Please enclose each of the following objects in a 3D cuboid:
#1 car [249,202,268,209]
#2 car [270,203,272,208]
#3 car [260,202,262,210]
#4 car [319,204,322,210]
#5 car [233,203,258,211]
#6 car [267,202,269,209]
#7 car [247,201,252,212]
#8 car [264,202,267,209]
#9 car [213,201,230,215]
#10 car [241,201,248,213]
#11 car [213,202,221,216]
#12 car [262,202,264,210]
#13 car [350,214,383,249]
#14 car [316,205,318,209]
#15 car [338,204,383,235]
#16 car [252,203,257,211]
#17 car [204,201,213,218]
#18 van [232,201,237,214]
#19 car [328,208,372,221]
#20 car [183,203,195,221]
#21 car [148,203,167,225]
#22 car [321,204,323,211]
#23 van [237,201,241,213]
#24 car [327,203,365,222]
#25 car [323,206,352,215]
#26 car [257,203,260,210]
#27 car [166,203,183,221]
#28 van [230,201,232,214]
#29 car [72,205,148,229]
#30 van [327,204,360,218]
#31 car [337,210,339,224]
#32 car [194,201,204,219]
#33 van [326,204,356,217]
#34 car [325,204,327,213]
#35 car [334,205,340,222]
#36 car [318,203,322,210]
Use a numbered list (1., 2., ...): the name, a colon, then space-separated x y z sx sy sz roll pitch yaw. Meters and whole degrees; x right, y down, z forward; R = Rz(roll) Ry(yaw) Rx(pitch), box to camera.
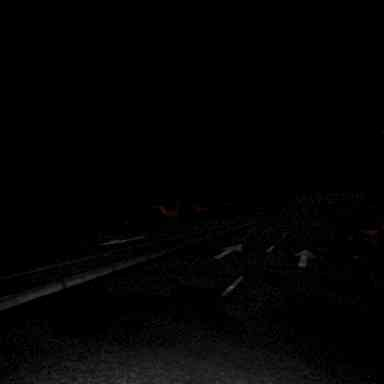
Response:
1. car: 17.775 3.692 89.437 4.553 1.767 2.185 1 -2 -2
2. car: 18.506 3.897 92.243 5.366 1.575 1.946 1 -1 -2
3. car: 12.159 3.171 72.595 4.553 1.767 2.185 1 -1 0
4. car: 32.970 4.036 77.104 5.008 1.535 2.097 3 -1 -2
5. car: 11.132 3.208 69.797 4.892 1.521 2.231 1 -1 0
6. car: 16.008 3.676 83.804 4.792 1.488 2.163 1 -2 -1
7. car: 8.099 2.971 61.431 4.792 1.488 2.163 1 -2 0
8. car: 15.004 3.587 80.985 4.792 1.488 2.163 1 -1 -1
9. car: 1.865 2.155 44.685 5.566 2.045 2.435 1 -1 0
10. car: 6.198 2.764 55.847 5.366 1.575 1.946 1 -2 0
11. car: 0.854 2.358 41.892 4.674 1.452 2.002 1 -2 0
12. car: 13.120 3.384 75.385 5.008 1.535 2.097 1 -1 0
13. car: 10.364 2.053 14.899 5.366 1.575 1.946 3 -1 1
14. car: 35.767 4.042 85.710 5.566 2.045 2.435 3 -1 -3
15. car: 11.277 1.903 17.739 5.566 2.045 2.435 3 -1 1
16. car: 9.074 2.778 64.221 5.566 2.045 2.435 1 -1 0
17. car: -0.142 2.104 39.099 4.553 1.767 2.185 1 -1 0
18. van: 4.071 2.361 50.271 4.442 1.987 1.878 1 -2 0
19. car: 21.737 3.061 45.925 5.008 1.535 2.097 3 -1 0
20. car: -2.360 2.068 33.136 4.792 1.488 2.163 1 -2 0
21. car: -4.741 1.836 26.771 4.892 1.521 2.231 1 -1 0
22. car: 29.009 3.686 65.691 5.008 1.535 2.097 3 -1 0
23. van: 5.101 2.451 53.064 4.442 1.987 1.878 1 -2 0
24. car: 16.499 2.362 31.837 5.566 2.045 2.435 3 -1 0
25. car: 30.003 3.775 68.540 4.892 1.521 2.231 3 -1 -1
26. car: 10.302 3.120 67.013 5.366 1.575 1.946 1 -2 0
27. car: -3.752 1.930 29.948 5.366 1.575 1.946 1 -1 0
28. van: 3.042 2.273 47.479 4.442 1.987 1.878 1 -2 0
29. car: -5.932 1.733 23.594 4.892 1.521 2.231 1 -2 0
30. van: 24.757 3.099 54.380 4.442 1.987 1.878 3 -1 0
31. car: 13.361 2.345 23.382 5.008 1.535 2.097 3 -1 1
32. car: -1.237 2.014 36.317 4.553 1.767 2.185 1 -2 0
33. van: 26.837 3.278 60.032 4.442 1.987 1.878 3 -1 0
34. car: 18.589 2.541 37.473 5.566 2.045 2.435 3 -1 0
35. car: 15.440 2.398 29.031 4.553 1.767 2.185 3 -1 0
36. car: 34.870 4.209 82.832 5.008 1.535 2.097 3 -1 -2
